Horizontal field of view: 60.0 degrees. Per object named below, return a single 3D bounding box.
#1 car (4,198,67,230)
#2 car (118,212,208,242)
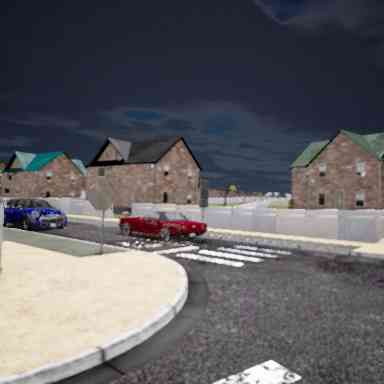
[{"bbox_3d":[-9.090,1.163,19.068,4.553,1.767,2.097,1,-2,39],"label":"car"},{"bbox_3d":[-1.581,1.611,16.383,4.718,1.301,1.895,0,-2,43],"label":"car"}]
